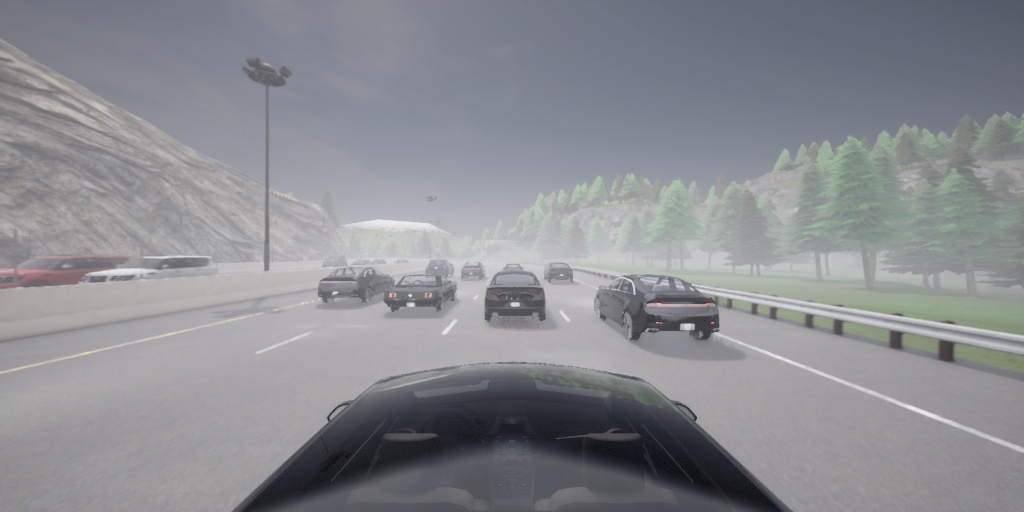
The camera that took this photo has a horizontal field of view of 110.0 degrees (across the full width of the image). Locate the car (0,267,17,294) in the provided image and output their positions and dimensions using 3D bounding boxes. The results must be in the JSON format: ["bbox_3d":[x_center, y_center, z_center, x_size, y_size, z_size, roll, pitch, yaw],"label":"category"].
[{"bbox_3d":[-28.094,1.321,17.529,1.994,1.385,4.181,0,0,0],"label":"car"}]

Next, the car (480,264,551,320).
[{"bbox_3d":[0.096,1.229,12.682,1.882,1.535,5.008,0,0,0],"label":"car"}]

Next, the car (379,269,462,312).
[{"bbox_3d":[-3.396,1.354,14.298,1.895,1.301,4.718,0,0,0],"label":"car"}]

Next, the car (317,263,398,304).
[{"bbox_3d":[-6.897,1.246,16.412,2.128,1.511,4.902,0,0,0],"label":"car"}]

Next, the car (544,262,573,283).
[{"bbox_3d":[3.606,1.233,28.414,1.882,1.535,5.008,0,0,0],"label":"car"}]

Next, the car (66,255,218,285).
[{"bbox_3d":[-17.594,0.977,17.876,2.150,2.045,5.566,0,0,0],"label":"car"}]

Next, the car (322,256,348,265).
[{"bbox_3d":[-28.657,0.987,58.307,2.150,2.045,5.566,0,0,-4],"label":"car"}]

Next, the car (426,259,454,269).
[{"bbox_3d":[-6.891,1.110,34.692,2.097,1.767,4.553,0,0,0],"label":"car"}]

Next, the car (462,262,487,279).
[{"bbox_3d":[-3.392,1.249,32.075,2.128,1.511,4.902,0,0,0],"label":"car"}]

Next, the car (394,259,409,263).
[{"bbox_3d":[-18.185,1.257,58.766,2.128,1.511,4.902,0,0,-4],"label":"car"}]

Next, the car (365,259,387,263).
[{"bbox_3d":[-21.640,1.270,58.146,1.837,1.490,4.892,0,0,-4],"label":"car"}]

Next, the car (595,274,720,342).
[{"bbox_3d":[3.600,1.243,9.776,2.128,1.511,4.902,0,0,0],"label":"car"}]

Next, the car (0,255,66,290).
[{"bbox_3d":[-21.094,0.977,16.862,2.150,2.045,5.566,0,0,0],"label":"car"}]
